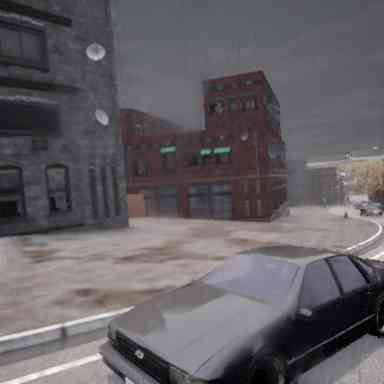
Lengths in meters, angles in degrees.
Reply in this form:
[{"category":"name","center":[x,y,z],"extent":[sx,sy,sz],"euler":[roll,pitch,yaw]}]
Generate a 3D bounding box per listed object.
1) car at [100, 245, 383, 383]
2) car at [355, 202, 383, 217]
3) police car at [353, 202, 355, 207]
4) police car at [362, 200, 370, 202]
[{"category":"car","center":[1.436,1.587,5.068],"extent":[5.357,1.411,2.033],"euler":[0,-1,-40]},{"category":"car","center":[22.970,2.386,42.733],"extent":[2.128,1.511,4.902],"euler":[-4,-3,15]},{"category":"police car","center":[36.406,2.868,71.664],"extent":[1.930,1.638,5.238],"euler":[-3,-2,23]},{"category":"police car","center":[31.114,2.514,56.863],"extent":[1.930,1.638,5.238],"euler":[-4,-3,16]}]
